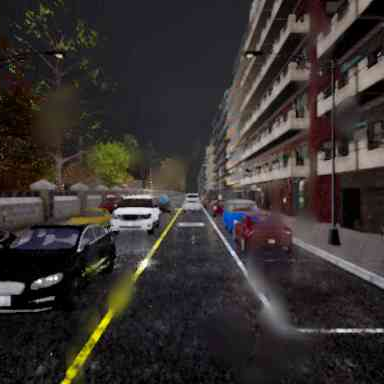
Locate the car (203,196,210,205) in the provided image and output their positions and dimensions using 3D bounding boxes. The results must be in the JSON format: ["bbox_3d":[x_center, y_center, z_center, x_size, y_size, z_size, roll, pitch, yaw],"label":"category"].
[{"bbox_3d":[2.714,1.548,41.619,1.887,1.381,4.507,0,0,0],"label":"car"}]

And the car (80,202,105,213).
[{"bbox_3d":[-5.677,1.521,18.934,1.752,1.417,4.829,0,0,0],"label":"car"}]

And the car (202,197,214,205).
[{"bbox_3d":[2.722,1.562,58.510,1.887,1.381,4.507,0,0,0],"label":"car"}]

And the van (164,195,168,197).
[{"bbox_3d":[-5.658,1.359,58.514,1.690,1.788,3.998,0,0,0],"label":"van"}]

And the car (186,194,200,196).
[{"bbox_3d":[0.029,1.231,47.439,2.150,2.045,5.566,0,0,0],"label":"car"}]

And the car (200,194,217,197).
[{"bbox_3d":[2.717,1.322,47.249,2.192,1.841,5.009,0,0,0],"label":"car"}]

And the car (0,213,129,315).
[{"bbox_3d":[-3.095,1.489,7.798,2.128,1.511,4.902,0,0,0],"label":"car"}]

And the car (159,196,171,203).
[{"bbox_3d":[-5.653,1.584,69.774,2.008,1.369,4.403,0,0,0],"label":"car"}]

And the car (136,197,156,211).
[{"bbox_3d":[-5.666,1.444,41.625,1.967,1.590,4.097,0,0,0],"label":"car"}]

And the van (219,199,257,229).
[{"bbox_3d":[2.703,1.336,19.099,1.690,1.788,3.998,0,0,0],"label":"van"}]

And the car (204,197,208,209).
[{"bbox_3d":[2.711,1.551,35.989,2.008,1.369,4.403,0,0,0],"label":"car"}]

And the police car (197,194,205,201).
[{"bbox_3d":[2.413,1.499,91.220,1.930,1.638,5.238,0,0,0],"label":"police car"}]

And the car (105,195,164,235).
[{"bbox_3d":[-3.082,1.214,19.137,2.150,2.045,5.566,0,0,-1],"label":"car"}]

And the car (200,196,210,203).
[{"bbox_3d":[2.728,1.615,69.770,1.802,1.307,4.206,0,0,0],"label":"car"}]

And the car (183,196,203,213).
[{"bbox_3d":[0.019,1.527,36.972,1.812,1.442,4.674,0,0,0],"label":"car"}]

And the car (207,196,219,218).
[{"bbox_3d":[2.709,1.438,30.359,1.967,1.590,4.097,0,0,0],"label":"car"}]

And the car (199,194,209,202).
[{"bbox_3d":[2.731,1.358,75.400,2.192,1.841,5.009,0,0,0],"label":"car"}]

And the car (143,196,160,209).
[{"bbox_3d":[-5.663,1.448,47.254,1.967,1.590,4.097,0,0,0],"label":"car"}]

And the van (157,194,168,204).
[{"bbox_3d":[-5.655,1.366,64.143,1.690,1.788,3.998,0,0,0],"label":"van"}]

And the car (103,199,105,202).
[{"bbox_3d":[-5.675,1.312,24.733,2.192,1.841,5.009,0,0,0],"label":"car"}]

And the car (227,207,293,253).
[{"bbox_3d":[2.700,1.540,13.468,1.887,1.381,4.507,0,0,0],"label":"car"}]

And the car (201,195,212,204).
[{"bbox_3d":[2.725,1.465,64.139,1.967,1.590,4.097,0,0,0],"label":"car"}]

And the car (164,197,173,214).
[{"bbox_3d":[-3.045,1.548,35.134,2.033,1.411,5.357,0,0,1],"label":"car"}]
